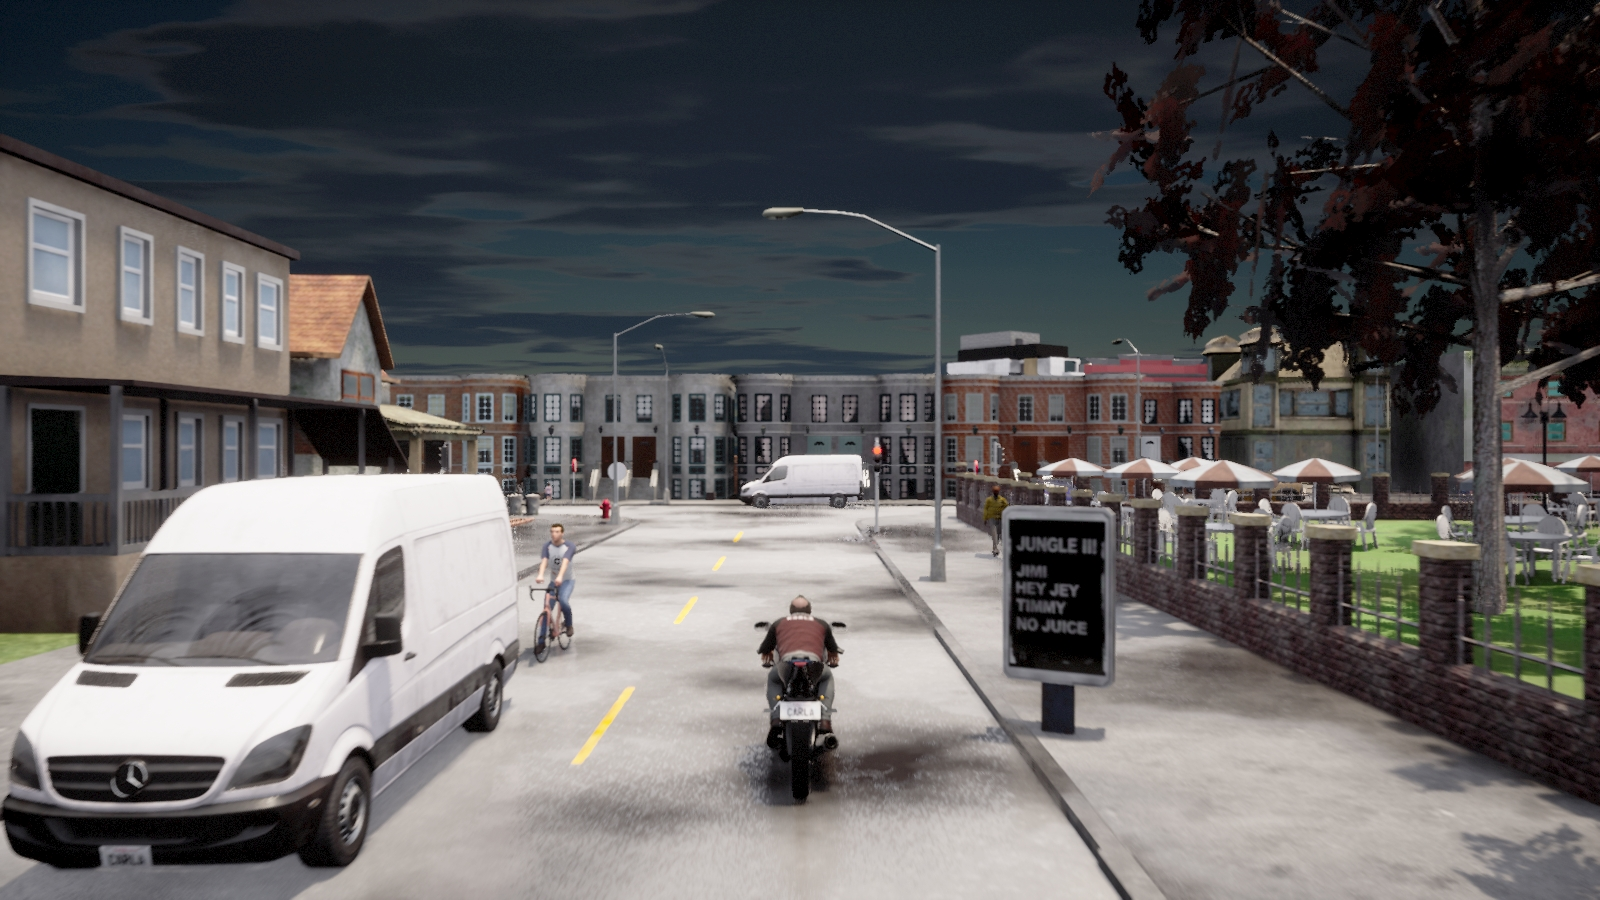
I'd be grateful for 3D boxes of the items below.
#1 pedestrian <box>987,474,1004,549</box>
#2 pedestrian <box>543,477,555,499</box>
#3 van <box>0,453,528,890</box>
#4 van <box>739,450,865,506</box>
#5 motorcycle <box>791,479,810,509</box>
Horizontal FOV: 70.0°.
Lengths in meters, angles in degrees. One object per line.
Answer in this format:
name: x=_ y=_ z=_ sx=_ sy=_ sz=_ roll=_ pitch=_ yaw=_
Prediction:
pedestrian: x=4.857 y=1.522 z=28.440 sx=0.375 sy=1.860 sz=0.375 roll=0 pitch=0 yaw=2
pedestrian: x=-12.635 y=1.899 z=57.494 sx=0.500 sy=1.100 sz=0.500 roll=0 pitch=0 yaw=3
van: x=-3.999 y=1.313 z=9.699 sx=1.988 sy=2.561 sz=5.915 roll=0 pitch=0 yaw=0
van: x=0.104 y=1.306 z=54.724 sx=5.915 sy=2.561 sz=1.988 roll=-1 pitch=0 yaw=0
motorcycle: x=0.018 y=1.980 z=51.724 sx=0.867 sy=1.251 sz=2.209 roll=0 pitch=0 yaw=0
